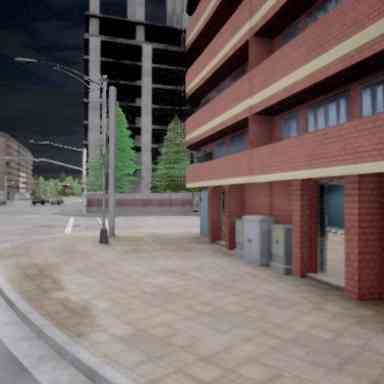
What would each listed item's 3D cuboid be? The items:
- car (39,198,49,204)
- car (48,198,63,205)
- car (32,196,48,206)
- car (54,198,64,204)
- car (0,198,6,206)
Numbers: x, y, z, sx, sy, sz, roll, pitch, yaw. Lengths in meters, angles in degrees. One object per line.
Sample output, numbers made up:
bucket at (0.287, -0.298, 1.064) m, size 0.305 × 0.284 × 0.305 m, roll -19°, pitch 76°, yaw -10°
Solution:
car at (-37.113, 2.192, 83.421) m, size 1.994 × 1.385 × 4.181 m, roll 1°, pitch -1°, yaw -18°
car at (-30.654, 2.257, 74.699) m, size 2.128 × 1.511 × 4.902 m, roll 1°, pitch -1°, yaw -18°
car at (-33.870, 1.922, 73.277) m, size 2.150 × 2.045 × 5.566 m, roll 1°, pitch -1°, yaw -18°
car at (-33.779, 2.210, 84.486) m, size 2.033 × 1.411 × 5.357 m, roll 1°, pitch -1°, yaw -18°
car at (-39.753, 2.118, 68.682) m, size 1.837 × 1.490 × 4.892 m, roll 1°, pitch -1°, yaw -18°
